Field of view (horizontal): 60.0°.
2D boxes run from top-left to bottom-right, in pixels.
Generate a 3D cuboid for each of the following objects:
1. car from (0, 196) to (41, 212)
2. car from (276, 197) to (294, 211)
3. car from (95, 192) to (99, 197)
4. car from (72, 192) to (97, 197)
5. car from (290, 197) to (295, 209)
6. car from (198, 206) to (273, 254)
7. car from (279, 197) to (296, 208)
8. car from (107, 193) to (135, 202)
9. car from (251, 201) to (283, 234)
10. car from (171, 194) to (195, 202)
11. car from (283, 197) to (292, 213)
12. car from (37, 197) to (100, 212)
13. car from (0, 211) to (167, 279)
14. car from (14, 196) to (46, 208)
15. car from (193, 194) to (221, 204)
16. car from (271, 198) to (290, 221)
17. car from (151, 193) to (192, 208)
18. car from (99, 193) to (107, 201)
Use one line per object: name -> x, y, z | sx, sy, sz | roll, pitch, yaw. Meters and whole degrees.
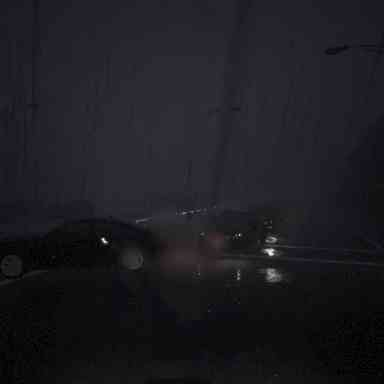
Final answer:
car -> -15.021, 1.356, 29.404 | 3.806, 1.475, 1.970 | 0, 0, 19
car -> 11.790, 1.485, 42.030 | 1.837, 1.490, 4.892 | 0, 0, 19
car -> -21.647, 1.300, 68.006 | 3.806, 1.475, 1.970 | 0, 0, 19
car -> -18.298, 1.250, 53.746 | 4.514, 1.523, 2.007 | 0, 0, 19
car -> 9.902, 1.545, 36.480 | 1.994, 1.385, 4.181 | 0, 0, 19
car -> 1.862, 1.514, 13.846 | 1.812, 1.442, 4.674 | 0, 0, 25
car -> 13.687, 1.470, 47.601 | 2.128, 1.511, 4.902 | 0, 0, 19
car -> -13.608, 1.047, 65.308 | 4.605, 1.855, 1.932 | 0, 0, 19
car -> 4.024, 1.490, 19.248 | 1.837, 1.490, 4.892 | 0, 0, 19
car -> -1.894, 1.259, 68.651 | 4.514, 1.523, 2.007 | 0, 0, 19
car -> 7.845, 1.488, 30.447 | 1.837, 1.490, 4.892 | 0, 0, 19
car -> -8.957, 1.356, 24.191 | 3.633, 1.501, 1.845 | 0, 0, 19
car -> -3.258, 1.475, 9.836 | 5.008, 1.535, 1.882 | 0, 0, -15
car -> -21.560, 1.274, 44.300 | 3.633, 1.501, 1.845 | 0, 0, 19
car -> 1.835, 1.127, 56.732 | 5.027, 1.636, 2.152 | 0, 0, 19
car -> 5.951, 1.476, 24.889 | 2.128, 1.511, 4.902 | 0, 0, 19
car -> -2.836, 1.075, 41.738 | 4.605, 1.855, 1.932 | 0, 0, 19
car -> -19.997, 1.016, 70.956 | 3.866, 1.878, 1.905 | 0, 0, 19
